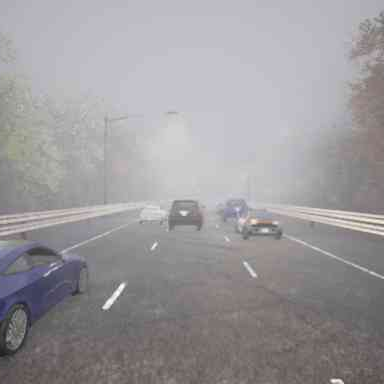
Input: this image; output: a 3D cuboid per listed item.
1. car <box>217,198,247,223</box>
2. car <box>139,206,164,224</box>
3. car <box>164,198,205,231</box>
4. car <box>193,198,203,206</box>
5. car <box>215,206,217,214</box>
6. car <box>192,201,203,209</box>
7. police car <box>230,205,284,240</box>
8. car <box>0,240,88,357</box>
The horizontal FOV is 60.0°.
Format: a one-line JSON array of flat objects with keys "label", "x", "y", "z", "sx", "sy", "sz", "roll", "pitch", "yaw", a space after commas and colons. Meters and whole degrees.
[{"label": "car", "x": 3.719, "y": 1.583, "z": 29.666, "sx": 2.150, "sy": 2.045, "sz": 5.566, "roll": 0, "pitch": -1, "yaw": 1}, {"label": "car", "x": -3.202, "y": 1.862, "z": 27.671, "sx": 1.812, "sy": 1.442, "sz": 4.674, "roll": 0, "pitch": -1, "yaw": 1}, {"label": "car", "x": -0.303, "y": 1.506, "z": 23.180, "sx": 2.150, "sy": 2.045, "sz": 5.566, "roll": 0, "pitch": 0, "yaw": 4}, {"label": "car", "x": 1.365, "y": 2.253, "z": 75.390, "sx": 2.097, "sy": 1.767, "sz": 4.553, "roll": 0, "pitch": -1, "yaw": 2}, {"label": "car", "x": 3.904, "y": 2.040, "z": 40.585, "sx": 2.033, "sy": 1.411, "sz": 5.357, "roll": 0, "pitch": -1, "yaw": 1}, {"label": "car", "x": 0.956, "y": 2.322, "z": 60.162, "sx": 1.895, "sy": 1.301, "sz": 4.718, "roll": 0, "pitch": -1, "yaw": 2}, {"label": "police car", "x": 3.590, "y": 1.735, "z": 18.679, "sx": 2.038, "sy": 1.542, "sz": 4.974, "roll": 0, "pitch": -1, "yaw": 1}, {"label": "car", "x": -3.380, "y": 1.600, "z": 6.027, "sx": 1.812, "sy": 1.442, "sz": 4.674, "roll": 0, "pitch": 0, "yaw": 0}]
